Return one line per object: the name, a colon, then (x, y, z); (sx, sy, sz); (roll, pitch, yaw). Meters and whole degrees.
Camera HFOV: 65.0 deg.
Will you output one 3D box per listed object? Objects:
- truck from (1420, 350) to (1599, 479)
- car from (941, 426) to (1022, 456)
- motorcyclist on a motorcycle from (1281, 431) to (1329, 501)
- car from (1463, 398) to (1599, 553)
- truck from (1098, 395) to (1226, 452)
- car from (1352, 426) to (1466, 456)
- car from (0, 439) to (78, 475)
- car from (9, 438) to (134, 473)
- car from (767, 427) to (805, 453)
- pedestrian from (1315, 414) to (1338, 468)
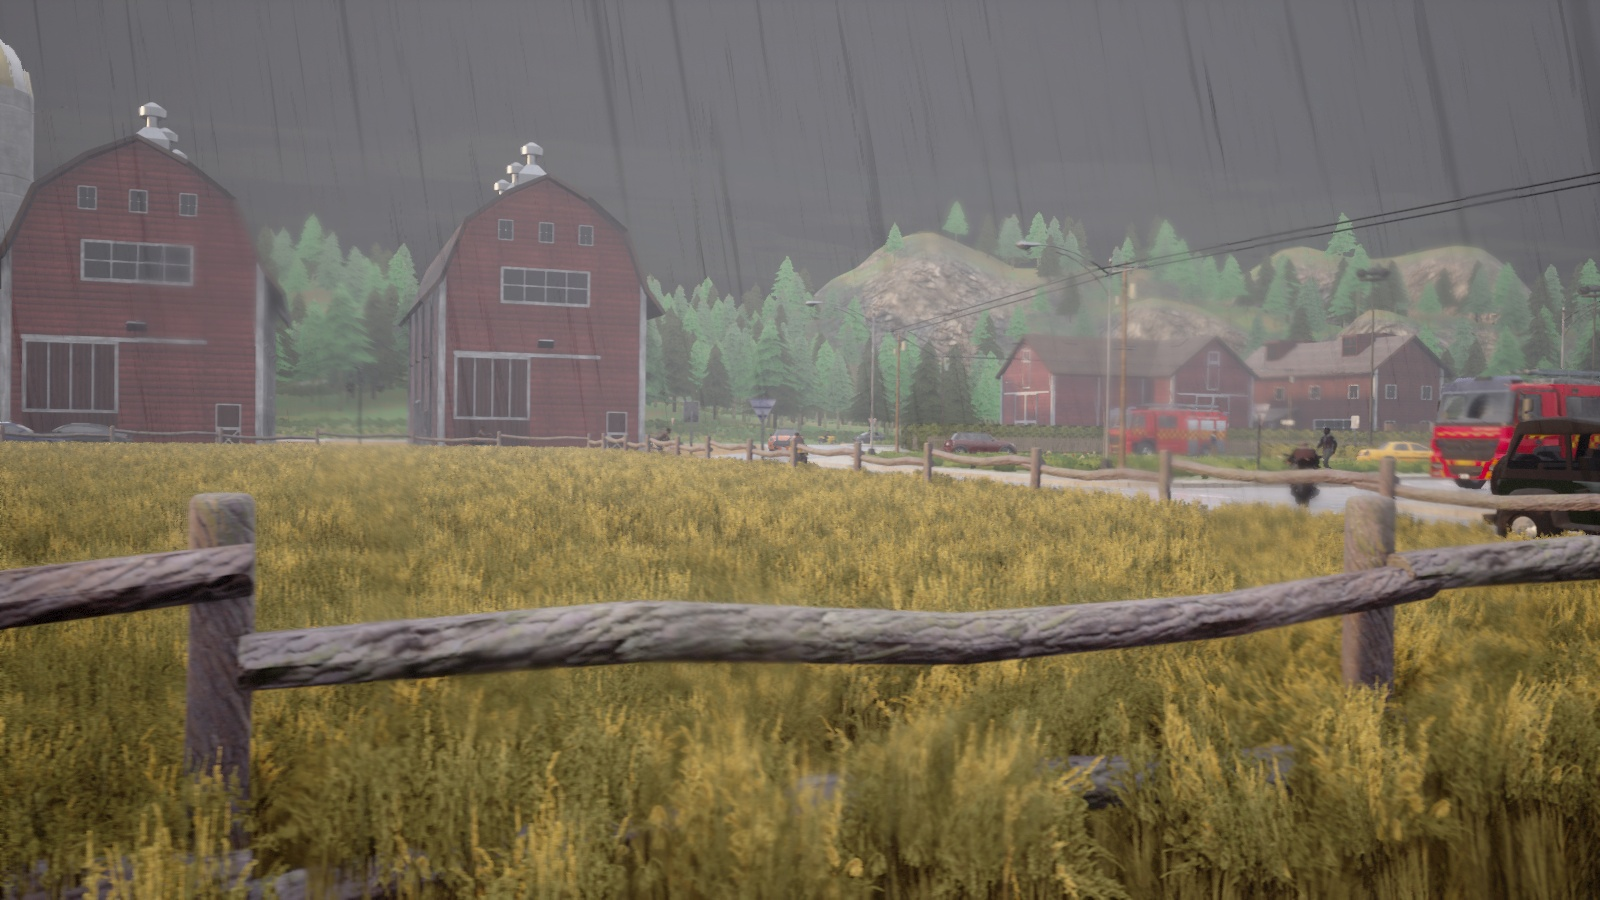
truck: (24.179, -1.116, 40.161); (8.468, 3.827, 2.891); (-1, 1, -22)
car: (11.320, -0.571, 78.503); (4.553, 1.767, 2.097); (-1, 1, -9)
motorcyclist on a motorcycle: (11.646, 0.332, 29.011); (0.866, 1.530, 2.191); (2, 1, 19)
car: (10.547, 0.298, 15.513); (1.905, 1.878, 3.866); (-1, 1, -21)
truck: (25.189, -1.817, 87.330); (8.468, 3.827, 2.891); (-1, 1, -21)
car: (33.485, -0.502, 69.160); (5.366, 1.575, 1.801); (0, 1, 8)
car: (-32.814, 0.280, 52.216); (4.674, 1.442, 1.812); (-1, 1, -24)
car: (-32.496, 0.220, 56.156); (4.674, 1.442, 1.812); (-1, 1, -24)
car: (-0.945, -0.705, 86.151); (2.097, 1.767, 4.553); (0, 1, 6)
pedestrian: (18.694, -0.325, 44.586); (0.666, 1.930, 0.402); (-1, 1, -23)
